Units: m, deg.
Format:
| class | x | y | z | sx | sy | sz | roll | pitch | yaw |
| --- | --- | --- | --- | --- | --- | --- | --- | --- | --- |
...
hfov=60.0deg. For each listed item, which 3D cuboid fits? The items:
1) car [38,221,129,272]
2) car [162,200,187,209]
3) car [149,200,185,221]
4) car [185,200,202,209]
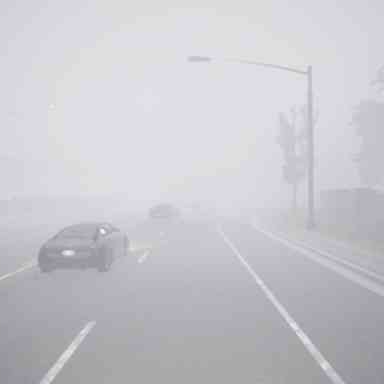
| class | x | y | z | sx | sy | sz | roll | pitch | yaw |
| --- | --- | --- | --- | --- | --- | --- | --- | --- | --- |
| car | -3.403 | 1.666 | 11.168 | 1.994 | 1.385 | 4.181 | 0 | 0 | 0 |
| car | -2.866 | 2.047 | 55.560 | 1.812 | 1.442 | 4.674 | -1 | -1 | 35 |
| car | -2.355 | 1.726 | 29.765 | 1.882 | 1.535 | 5.008 | -1 | 0 | 11 |
| car | -0.235 | 2.025 | 53.204 | 1.994 | 1.385 | 4.181 | -1 | -1 | 35 |
